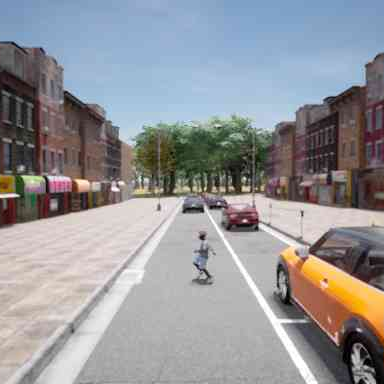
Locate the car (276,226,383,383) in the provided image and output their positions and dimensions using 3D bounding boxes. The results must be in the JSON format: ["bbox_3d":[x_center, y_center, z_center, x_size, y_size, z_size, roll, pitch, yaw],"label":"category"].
[{"bbox_3d":[2.757,1.283,4.978,2.097,1.767,4.553,0,1,0],"label":"car"}]

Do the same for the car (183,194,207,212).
[{"bbox_3d":[0.142,1.154,31.888,1.994,1.385,4.181,0,1,0],"label":"car"}]

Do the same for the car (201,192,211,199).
[{"bbox_3d":[2.739,0.736,67.591,1.887,1.381,4.507,-1,1,0],"label":"car"}]

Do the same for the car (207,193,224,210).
[{"bbox_3d":[2.685,1.118,35.154,1.947,1.339,4.313,-1,1,0],"label":"car"}]

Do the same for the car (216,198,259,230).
[{"bbox_3d":[2.658,1.296,18.935,1.887,1.381,4.507,-1,1,0],"label":"car"}]

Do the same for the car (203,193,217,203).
[{"bbox_3d":[2.712,0.917,51.372,2.008,1.369,4.403,-1,1,0],"label":"car"}]

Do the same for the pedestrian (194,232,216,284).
[{"bbox_3d":[0.290,1.189,7.776,0.375,1.860,0.375,-1,2,0],"label":"pedestrian"}]

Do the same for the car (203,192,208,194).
[{"bbox_3d":[2.694,1.040,40.560,2.008,1.369,4.403,-1,1,0],"label":"car"}]
